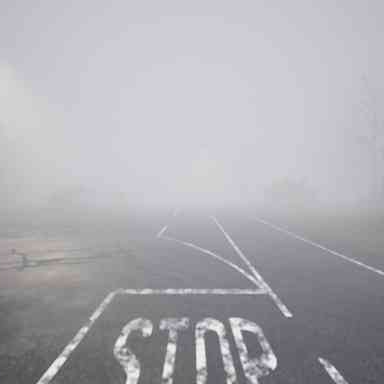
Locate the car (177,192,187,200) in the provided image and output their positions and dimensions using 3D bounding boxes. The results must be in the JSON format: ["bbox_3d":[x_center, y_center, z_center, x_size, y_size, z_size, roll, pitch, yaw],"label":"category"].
[{"bbox_3d":[-2.555,1.102,87.736,2.150,2.045,5.566,0,0,5],"label":"car"}]
